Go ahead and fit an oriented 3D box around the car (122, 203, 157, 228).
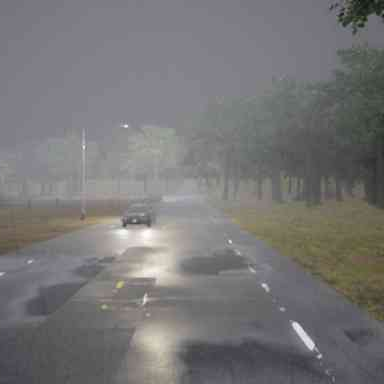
[{"bbox_3d":[-3.496,1.529,22.664,1.837,1.490,4.892,0,0,0],"label":"car"}]
